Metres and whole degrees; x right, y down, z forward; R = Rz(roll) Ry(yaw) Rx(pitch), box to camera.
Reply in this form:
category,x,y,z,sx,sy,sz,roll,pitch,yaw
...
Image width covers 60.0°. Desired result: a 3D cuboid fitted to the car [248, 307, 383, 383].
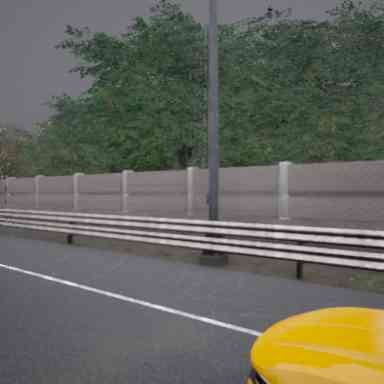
category,x,y,z,sx,sy,sz,roll,pitch,yaw
car,2.768,1.478,2.030,5.008,1.535,1.882,0,0,35
